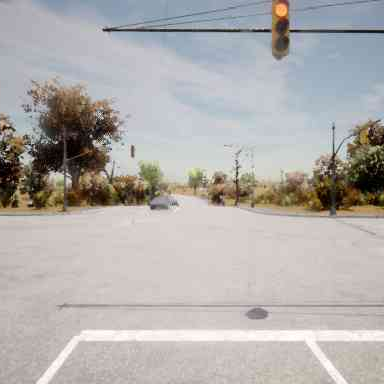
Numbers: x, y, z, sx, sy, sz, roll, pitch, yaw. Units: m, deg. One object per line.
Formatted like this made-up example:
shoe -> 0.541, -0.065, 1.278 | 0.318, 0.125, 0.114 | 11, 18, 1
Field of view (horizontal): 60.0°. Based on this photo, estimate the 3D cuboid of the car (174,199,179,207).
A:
car -> -3.499, 2.044, 61.749 | 1.994, 1.385, 4.181 | 0, -2, 0

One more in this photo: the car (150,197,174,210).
car -> -3.500, 1.266, 36.869 | 2.033, 1.411, 5.357 | 0, -1, 0
